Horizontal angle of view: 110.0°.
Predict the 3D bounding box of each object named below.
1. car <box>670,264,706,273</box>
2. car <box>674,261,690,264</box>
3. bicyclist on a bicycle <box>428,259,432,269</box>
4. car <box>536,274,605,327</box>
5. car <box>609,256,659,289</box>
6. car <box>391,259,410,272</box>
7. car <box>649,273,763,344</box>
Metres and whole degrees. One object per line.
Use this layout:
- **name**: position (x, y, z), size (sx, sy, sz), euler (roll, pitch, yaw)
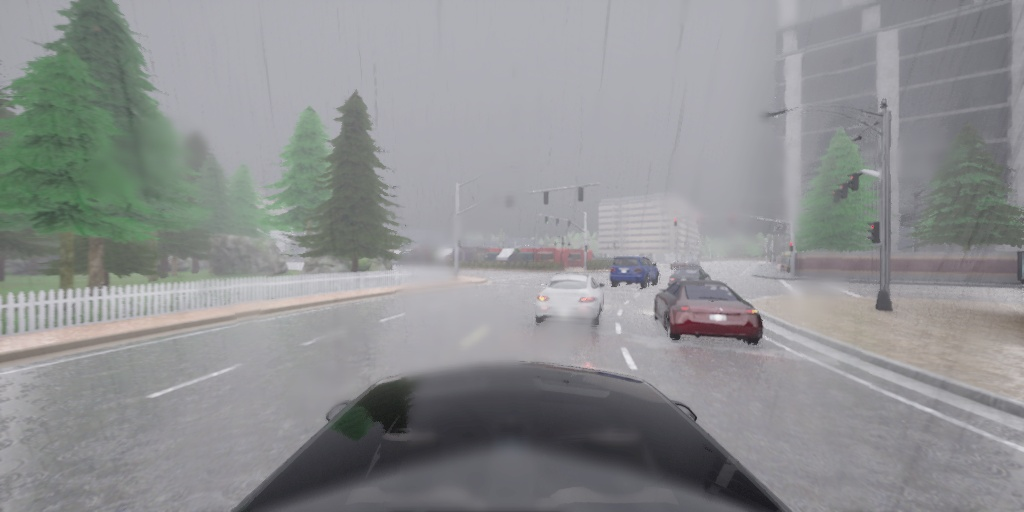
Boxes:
- **car**: position (10.732, 1.373, 21.560), size (2.033, 1.411, 5.357), euler (0, 0, 33)
- **car**: position (26.427, 1.516, 56.869), size (1.895, 1.301, 4.718), euler (0, 0, 35)
- **bicyclist on a bicycle**: position (-11.233, 1.260, 49.133), size (0.582, 1.620, 1.656), euler (0, 0, -17)
- **car**: position (1.969, 1.294, 11.620), size (1.812, 1.442, 4.674), euler (0, 0, 15)
- **car**: position (8.343, 1.050, 24.264), size (2.150, 2.045, 5.566), euler (0, 0, 33)
- **car**: position (-14.354, 1.141, 43.299), size (4.553, 1.767, 2.097), euler (0, 0, 35)
- **car**: position (5.140, 1.344, 9.915), size (1.994, 1.385, 4.181), euler (0, 0, 16)
